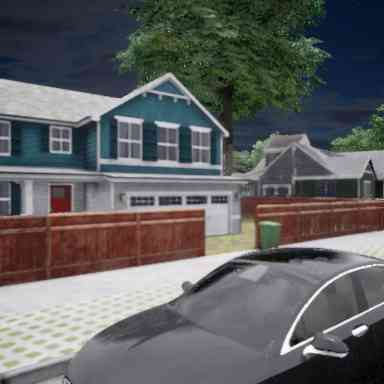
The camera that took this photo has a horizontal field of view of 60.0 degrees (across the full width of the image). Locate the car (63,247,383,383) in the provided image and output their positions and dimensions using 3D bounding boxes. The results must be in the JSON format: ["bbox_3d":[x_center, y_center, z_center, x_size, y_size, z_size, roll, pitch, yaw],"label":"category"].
[{"bbox_3d":[1.095,1.492,3.821,4.892,1.490,1.837,0,0,-35],"label":"car"}]
